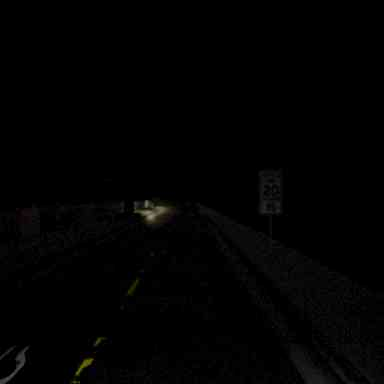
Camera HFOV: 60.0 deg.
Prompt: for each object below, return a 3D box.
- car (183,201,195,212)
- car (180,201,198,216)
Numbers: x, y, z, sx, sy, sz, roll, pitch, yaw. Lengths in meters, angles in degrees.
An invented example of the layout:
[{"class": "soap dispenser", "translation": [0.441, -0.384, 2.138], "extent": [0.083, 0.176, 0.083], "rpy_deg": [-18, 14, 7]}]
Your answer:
[{"class": "car", "translation": [-0.431, 2.168, 50.111], "extent": [1.837, 1.490, 4.892], "rpy_deg": [0, -1, 0]}, {"class": "car", "translation": [-0.339, 1.967, 39.147], "extent": [1.882, 1.535, 5.008], "rpy_deg": [0, -1, -1]}]
